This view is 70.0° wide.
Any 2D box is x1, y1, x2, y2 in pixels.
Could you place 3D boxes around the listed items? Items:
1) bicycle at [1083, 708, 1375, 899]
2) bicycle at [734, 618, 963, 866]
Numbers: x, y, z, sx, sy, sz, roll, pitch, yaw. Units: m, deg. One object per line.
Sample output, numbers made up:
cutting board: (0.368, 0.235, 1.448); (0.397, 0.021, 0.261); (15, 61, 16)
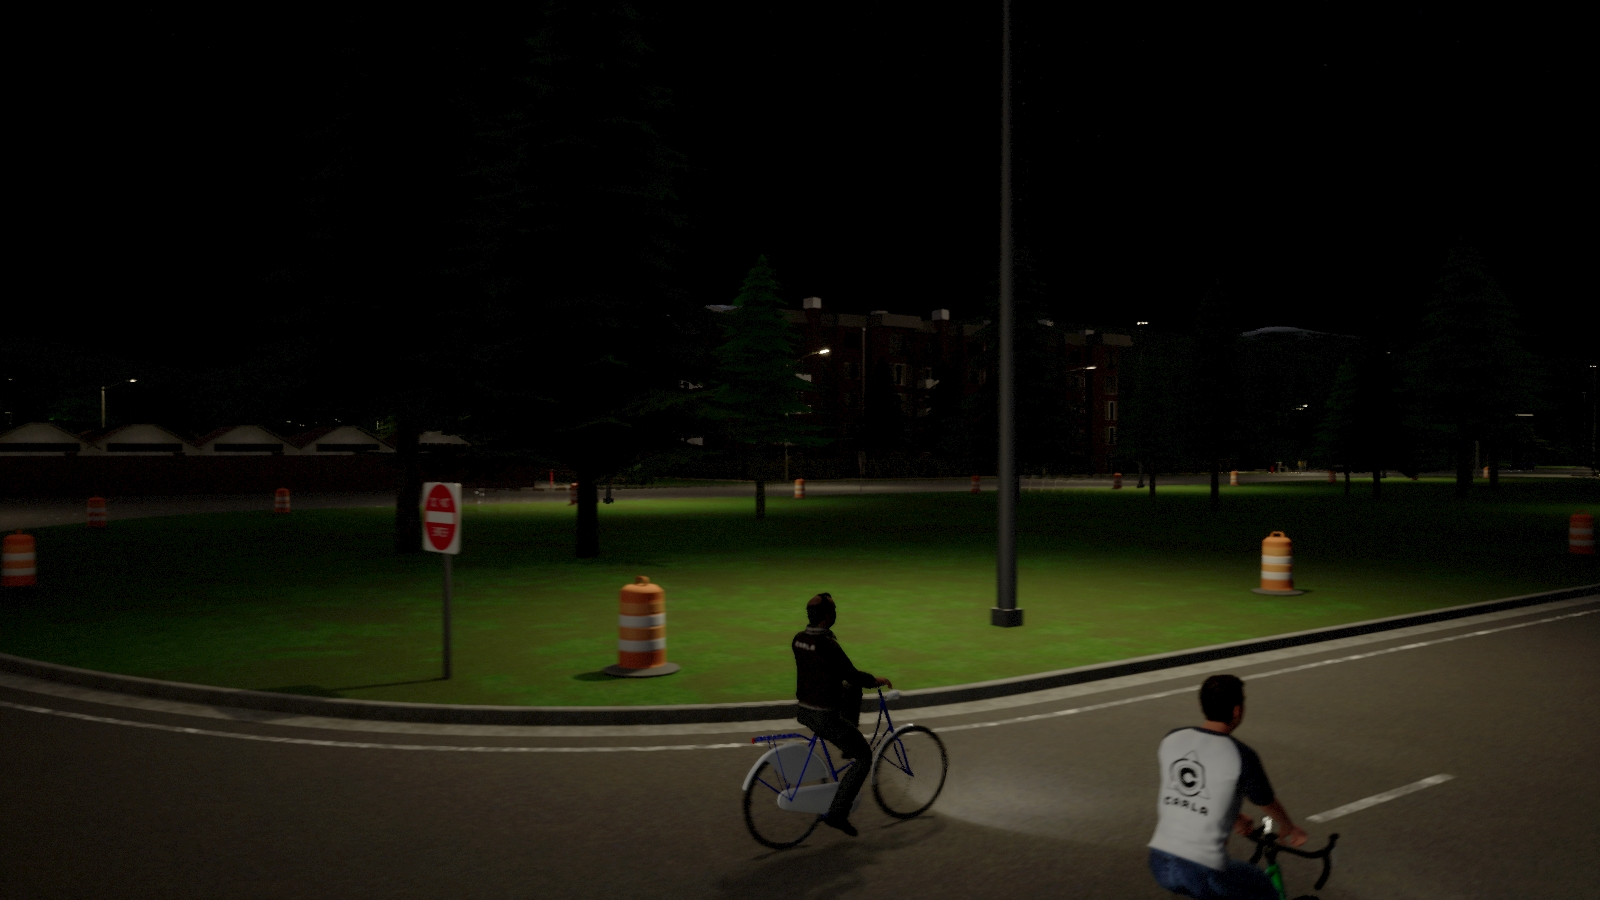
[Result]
bicycle: (1.982, 2.056, 5.173); (1.643, 1.496, 0.373); (0, 0, -35)
bicycle: (0.393, 2.060, 8.341); (1.835, 1.471, 0.329); (0, 0, -35)
